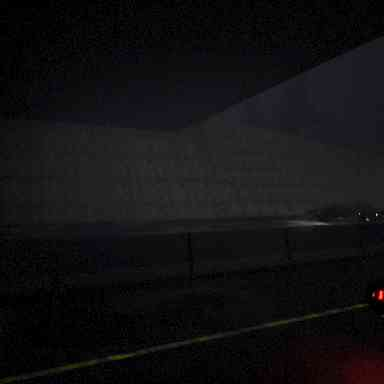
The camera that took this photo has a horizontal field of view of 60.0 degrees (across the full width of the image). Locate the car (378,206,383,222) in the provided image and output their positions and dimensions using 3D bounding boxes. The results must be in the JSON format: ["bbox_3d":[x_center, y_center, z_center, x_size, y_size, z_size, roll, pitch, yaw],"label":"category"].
[{"bbox_3d":[14.927,1.751,22.024,4.718,1.301,1.895,0,0,-26],"label":"car"}]

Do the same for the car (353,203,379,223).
[{"bbox_3d":[15.234,1.774,26.051,4.718,1.301,1.895,0,0,-26],"label":"car"}]

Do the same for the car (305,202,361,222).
[{"bbox_3d":[11.733,1.706,28.240,4.674,1.442,1.812,0,0,-26],"label":"car"}]

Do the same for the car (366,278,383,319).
[{"bbox_3d":[5.275,1.641,5.545,4.718,1.301,1.895,0,0,-26],"label":"car"}]
